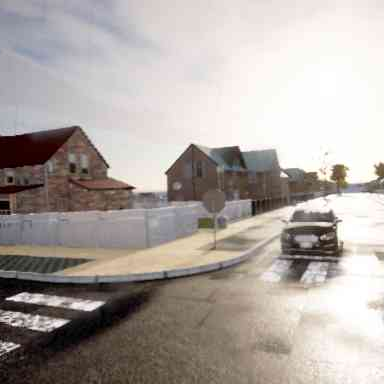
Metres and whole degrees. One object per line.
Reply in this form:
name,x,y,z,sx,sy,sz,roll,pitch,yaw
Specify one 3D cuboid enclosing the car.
car,4.584,1.348,12.578,2.128,1.511,4.902,-2,0,26
